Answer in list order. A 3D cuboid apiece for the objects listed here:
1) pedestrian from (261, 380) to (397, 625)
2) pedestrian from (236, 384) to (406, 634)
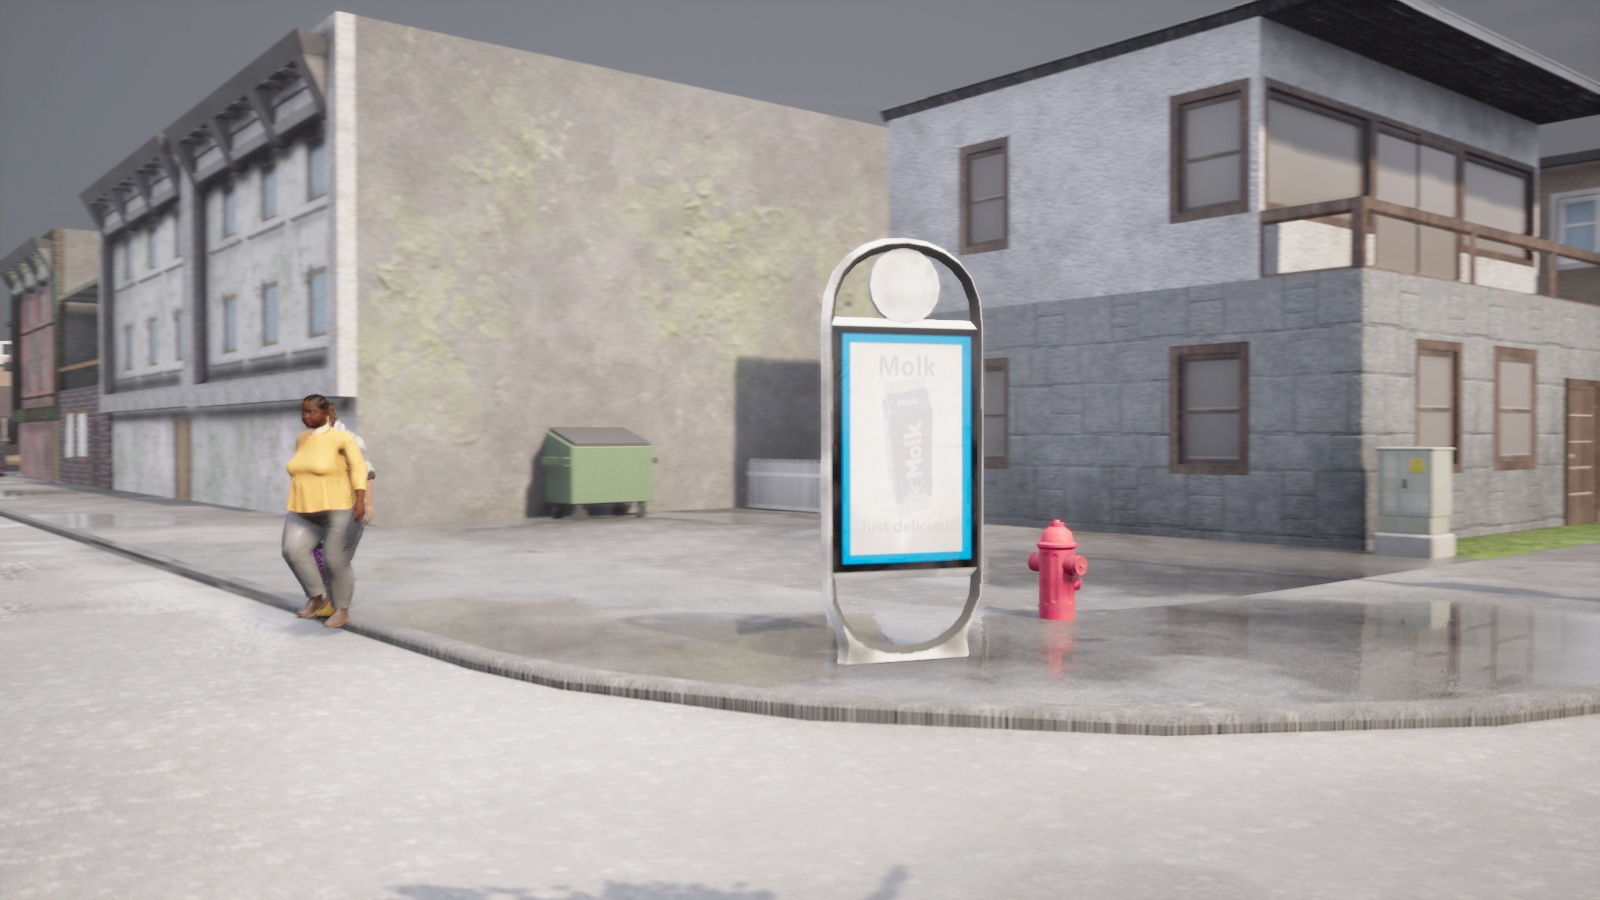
[{"bbox_3d":[-3.931,0.411,10.526,0.659,1.952,0.873,1,1,18],"label":"pedestrian"},{"bbox_3d":[-3.747,0.430,9.873,0.874,1.855,0.900,1,1,19],"label":"pedestrian"}]
